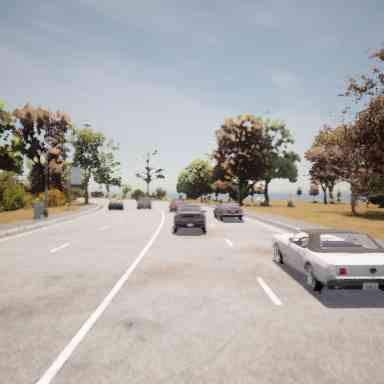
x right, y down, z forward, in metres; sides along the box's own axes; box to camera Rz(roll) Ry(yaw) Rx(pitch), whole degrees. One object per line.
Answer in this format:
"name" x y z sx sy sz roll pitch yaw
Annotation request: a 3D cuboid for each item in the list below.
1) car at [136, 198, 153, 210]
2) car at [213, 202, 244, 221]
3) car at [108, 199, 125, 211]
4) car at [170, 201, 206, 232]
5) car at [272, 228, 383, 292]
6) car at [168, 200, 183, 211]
"car" -6.241 1.509 43.594 1.837 1.490 4.892 0 0 -10
"car" 2.933 1.555 27.664 2.033 1.411 5.357 0 0 -4
"car" -9.389 1.600 41.403 1.895 1.301 4.718 0 0 -10
"car" -0.185 1.509 20.061 1.837 1.490 4.892 0 0 -2
"car" 3.567 1.603 8.884 1.895 1.301 4.718 0 0 0
"car" -1.662 1.572 38.160 1.994 1.385 4.181 0 0 -7
